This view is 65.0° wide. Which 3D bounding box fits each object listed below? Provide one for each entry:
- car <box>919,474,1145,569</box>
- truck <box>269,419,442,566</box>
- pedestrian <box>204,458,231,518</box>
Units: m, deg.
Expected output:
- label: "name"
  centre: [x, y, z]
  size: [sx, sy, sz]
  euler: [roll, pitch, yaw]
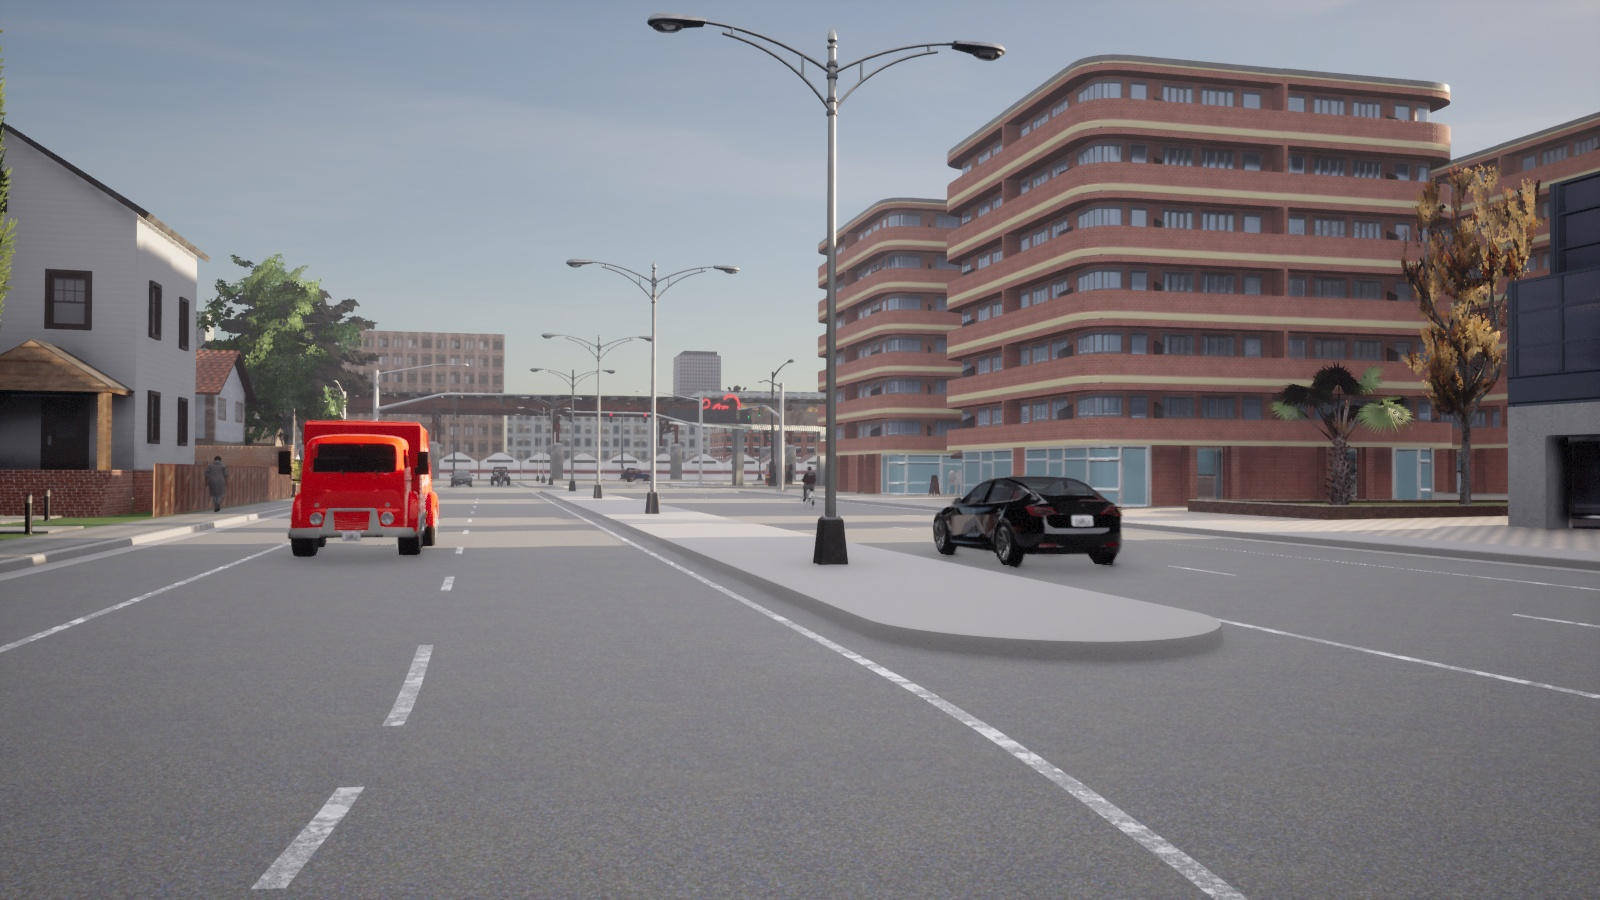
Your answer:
- label: "car"
  centre: [3.947, 1.174, 22.407]
  size: [2.163, 1.488, 4.792]
  euler: [0, -1, -14]
- label: "truck"
  centre: [-8.297, 0.763, 23.995]
  size: [2.627, 2.467, 5.204]
  euler: [0, -1, -14]
- label: "pedestrian"
  centre: [-19.026, 1.233, 41.029]
  size: [0.659, 1.952, 0.873]
  euler: [0, -1, -13]
